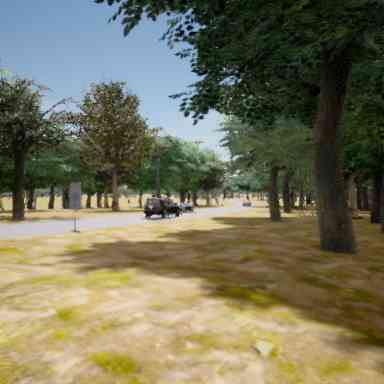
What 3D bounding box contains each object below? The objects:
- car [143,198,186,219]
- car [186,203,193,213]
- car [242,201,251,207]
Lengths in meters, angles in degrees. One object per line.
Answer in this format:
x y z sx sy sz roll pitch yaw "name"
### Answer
-3.056 1.723 35.419 2.150 2.045 5.566 1 -1 22 "car"
-1.304 2.263 48.301 2.128 1.511 4.902 1 -1 21 "car"
15.004 3.308 91.871 1.994 1.385 4.181 1 -1 12 "car"
